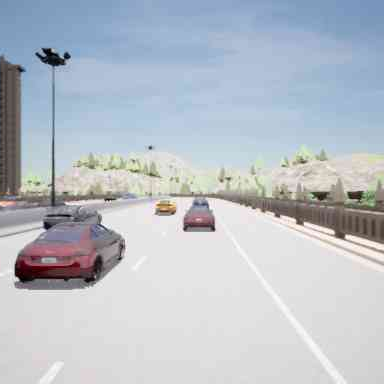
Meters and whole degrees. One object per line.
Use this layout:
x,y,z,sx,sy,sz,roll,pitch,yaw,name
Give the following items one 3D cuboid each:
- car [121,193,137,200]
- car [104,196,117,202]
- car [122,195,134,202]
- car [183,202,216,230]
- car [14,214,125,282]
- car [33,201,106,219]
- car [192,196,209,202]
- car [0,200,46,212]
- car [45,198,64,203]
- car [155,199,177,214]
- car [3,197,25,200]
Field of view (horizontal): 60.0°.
-12.343,1.228,65.689,2.150,2.045,5.566,0,0,2,car
-18.998,1.616,77.516,1.895,1.301,4.718,0,0,2,car
-15.422,1.545,80.077,1.812,1.442,4.674,0,0,2,car
0.475,1.565,21.220,1.994,1.385,4.181,0,0,2,car
-3.303,1.565,9.773,1.994,1.385,4.181,0,0,1,car
-6.594,1.493,18.823,2.128,1.511,4.902,0,0,2,car
1.077,1.354,42.146,2.097,1.767,4.553,0,0,2,car
-13.595,1.566,26.054,1.994,1.385,4.181,0,0,2,car
-16.694,1.508,39.464,1.837,1.490,4.892,0,0,2,car
-2.639,1.479,34.793,1.882,1.535,5.008,0,0,2,car
-20.261,1.355,37.252,2.097,1.767,4.553,0,0,2,car
